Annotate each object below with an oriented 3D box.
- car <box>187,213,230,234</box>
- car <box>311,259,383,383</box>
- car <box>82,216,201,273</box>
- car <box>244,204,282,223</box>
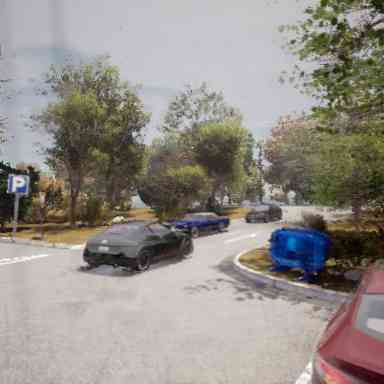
[{"bbox_3d":[0.355,1.950,20.086,1.895,1.301,4.718,-3,-1,37],"label":"car"},{"bbox_3d":[2.743,1.519,3.832,2.002,1.452,4.674,0,0,35],"label":"car"},{"bbox_3d":[-1.563,1.639,10.993,1.994,1.385,4.181,0,-3,26],"label":"car"},{"bbox_3d":[6.108,1.728,28.011,1.812,1.442,4.674,-3,-1,36],"label":"car"}]
